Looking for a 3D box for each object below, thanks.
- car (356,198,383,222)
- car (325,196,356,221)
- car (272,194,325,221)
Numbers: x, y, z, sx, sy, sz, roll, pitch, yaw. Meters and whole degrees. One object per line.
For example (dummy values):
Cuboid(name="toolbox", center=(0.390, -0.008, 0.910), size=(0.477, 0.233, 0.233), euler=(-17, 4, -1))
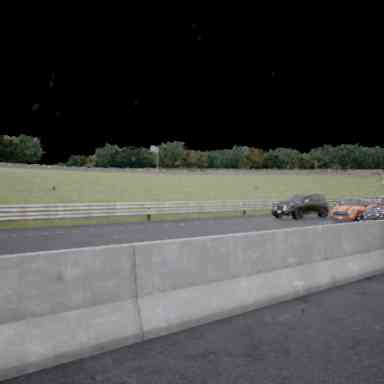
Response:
Cuboid(name="car", center=(13.176, 1.328, 21.843), size=(4.553, 1.767, 2.097), euler=(0, 0, -35))
Cuboid(name="car", center=(12.776, 1.312, 25.850), size=(4.553, 1.767, 2.097), euler=(0, 0, -35))
Cuboid(name="car", center=(9.056, 1.176, 27.502), size=(5.566, 2.045, 2.150), euler=(0, 0, -35))
